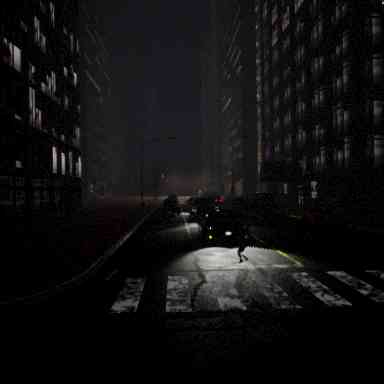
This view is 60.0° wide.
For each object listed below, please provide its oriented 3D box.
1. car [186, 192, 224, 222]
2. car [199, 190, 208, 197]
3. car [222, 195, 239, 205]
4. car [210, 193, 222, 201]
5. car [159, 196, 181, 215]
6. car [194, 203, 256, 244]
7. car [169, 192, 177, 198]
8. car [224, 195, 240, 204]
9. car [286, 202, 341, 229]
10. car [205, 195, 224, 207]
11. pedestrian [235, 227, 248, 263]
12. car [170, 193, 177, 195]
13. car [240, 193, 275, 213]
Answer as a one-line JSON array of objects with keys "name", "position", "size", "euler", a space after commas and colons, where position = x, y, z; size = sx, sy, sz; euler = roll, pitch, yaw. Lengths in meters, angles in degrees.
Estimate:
[{"name": "car", "position": [0.862, 1.163, 24.792], "size": [2.097, 1.767, 4.553], "euler": [-1, 1, -3]}, {"name": "car", "position": [3.192, 0.431, 93.363], "size": [2.192, 1.841, 5.009], "euler": [0, 1, -3]}, {"name": "car", "position": [5.478, 1.096, 48.293], "size": [1.802, 1.307, 4.206], "euler": [0, 1, -3]}, {"name": "car", "position": [4.621, 0.911, 65.195], "size": [1.887, 1.381, 4.507], "euler": [0, 1, -3]}, {"name": "car", "position": [-2.032, 1.367, 30.926], "size": [1.947, 1.339, 4.313], "euler": [0, 1, -3]}, {"name": "car", "position": [1.348, 1.454, 15.243], "size": [1.994, 1.385, 4.181], "euler": [-1, 1, -3]}, {"name": "car", "position": [-4.889, 0.749, 87.279], "size": [1.967, 1.590, 4.097], "euler": [0, 1, -3]}, {"name": "car", "position": [5.764, 1.108, 42.659], "size": [1.887, 1.381, 4.507], "euler": [0, 1, -3]}, {"name": "car", "position": [6.901, 1.286, 19.456], "size": [1.752, 1.417, 4.829], "euler": [0, 1, -3]}, {"name": "car", "position": [3.016, 1.129, 45.519], "size": [2.033, 1.411, 5.357], "euler": [-1, 1, -3]}, {"name": "pedestrian", "position": [1.552, 1.608, 10.100], "size": [0.500, 1.100, 0.500], "euler": [0, 0, -3]}, {"name": "car", "position": [-2.889, 1.238, 47.832], "size": [1.802, 1.307, 4.206], "euler": [0, 1, -3]}, {"name": "car", "position": [6.332, 0.974, 31.389], "size": [2.192, 1.841, 5.009], "euler": [0, 1, -3]}]
